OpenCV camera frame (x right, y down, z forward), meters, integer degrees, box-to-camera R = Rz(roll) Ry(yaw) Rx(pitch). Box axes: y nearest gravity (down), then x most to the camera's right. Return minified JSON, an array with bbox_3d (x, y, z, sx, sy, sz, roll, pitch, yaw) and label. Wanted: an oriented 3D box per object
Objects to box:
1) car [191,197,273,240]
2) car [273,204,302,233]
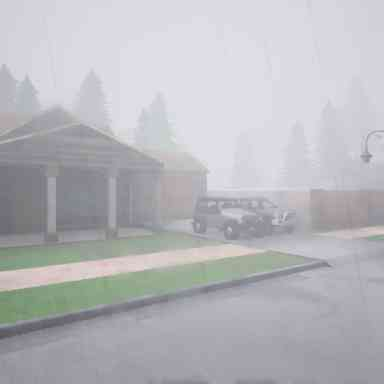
[{"bbox_3d":[1.614,1.176,15.984,1.905,1.878,3.866,0,0,-36],"label":"car"},{"bbox_3d":[3.434,1.174,17.762,1.932,1.855,4.605,0,0,-36],"label":"car"}]
